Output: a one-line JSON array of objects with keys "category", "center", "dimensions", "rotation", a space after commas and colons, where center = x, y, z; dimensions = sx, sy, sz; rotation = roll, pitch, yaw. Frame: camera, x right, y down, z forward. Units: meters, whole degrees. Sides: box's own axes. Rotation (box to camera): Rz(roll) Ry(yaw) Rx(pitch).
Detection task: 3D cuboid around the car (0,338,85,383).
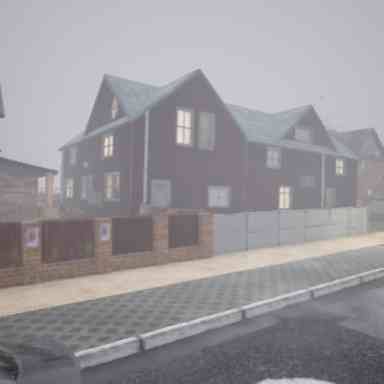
[{"category": "car", "center": [-2.672, 1.529, 1.166], "dimensions": [4.674, 1.442, 1.812], "rotation": [0, 0, -35]}]
